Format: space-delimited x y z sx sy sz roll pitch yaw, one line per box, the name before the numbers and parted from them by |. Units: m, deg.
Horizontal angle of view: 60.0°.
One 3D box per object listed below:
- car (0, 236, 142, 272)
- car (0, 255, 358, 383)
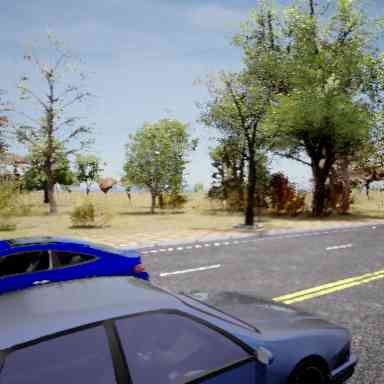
car | -2.950 1.512 5.492 4.674 1.442 1.812 0 0 -35
car | -0.784 1.541 2.883 5.357 1.411 2.033 0 0 -35
